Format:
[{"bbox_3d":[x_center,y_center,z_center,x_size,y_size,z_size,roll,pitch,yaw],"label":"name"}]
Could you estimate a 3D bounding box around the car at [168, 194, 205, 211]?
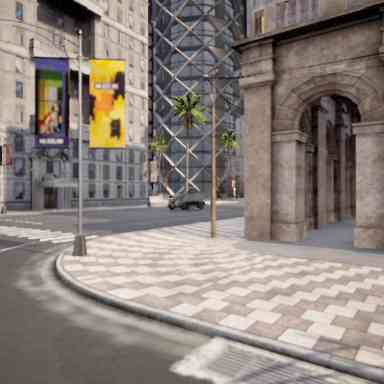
[{"bbox_3d":[-0.604,1.220,40.583,2.150,2.045,5.566,0,0,36],"label":"car"}]
